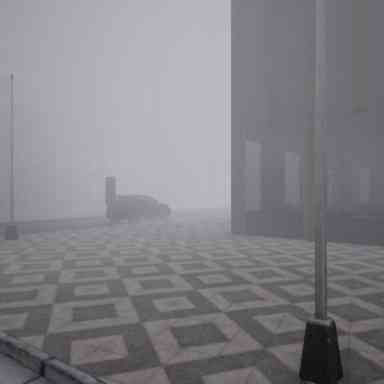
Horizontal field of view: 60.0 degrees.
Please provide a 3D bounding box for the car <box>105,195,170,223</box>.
[{"bbox_3d":[-4.040,1.235,25.589,2.150,2.045,5.566,0,0,36],"label":"car"}]
